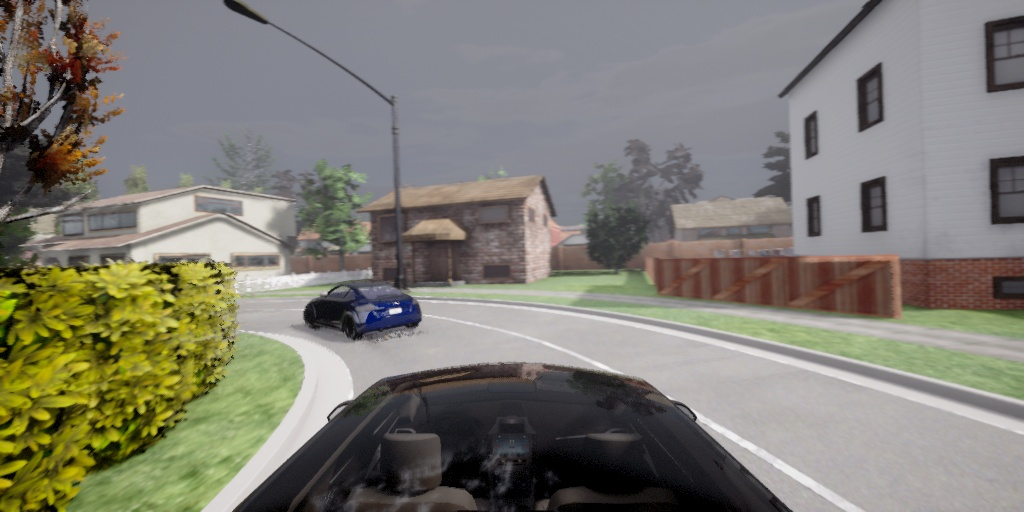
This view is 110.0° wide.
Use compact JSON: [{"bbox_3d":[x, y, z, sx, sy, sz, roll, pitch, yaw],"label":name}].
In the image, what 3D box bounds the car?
[{"bbox_3d":[-4.524,1.458,10.676,4.181,1.385,1.994,-2,0,42],"label":"car"}]
